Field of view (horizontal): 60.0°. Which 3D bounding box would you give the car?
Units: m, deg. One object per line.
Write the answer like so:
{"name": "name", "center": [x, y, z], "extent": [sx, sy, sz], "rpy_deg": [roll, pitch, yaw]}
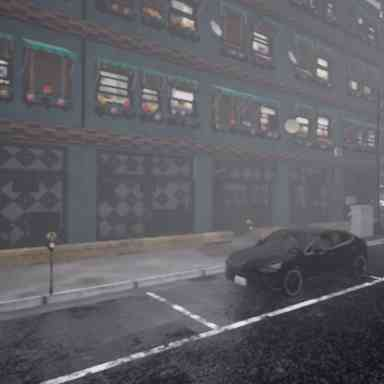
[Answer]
{"name": "car", "center": [2.845, 1.583, 8.580], "extent": [4.313, 1.339, 1.947], "rpy_deg": [0, 0, -35]}
